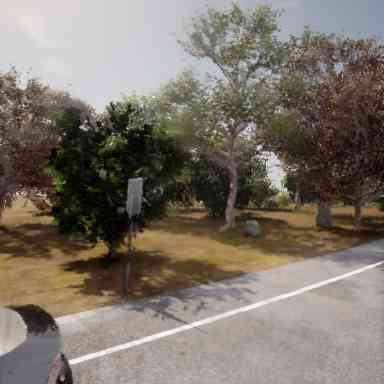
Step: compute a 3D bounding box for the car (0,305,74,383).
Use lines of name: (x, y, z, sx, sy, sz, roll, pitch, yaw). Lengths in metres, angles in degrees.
car: (-3.124, 1.503, 1.582, 4.902, 1.511, 2.128, 0, 0, -36)
